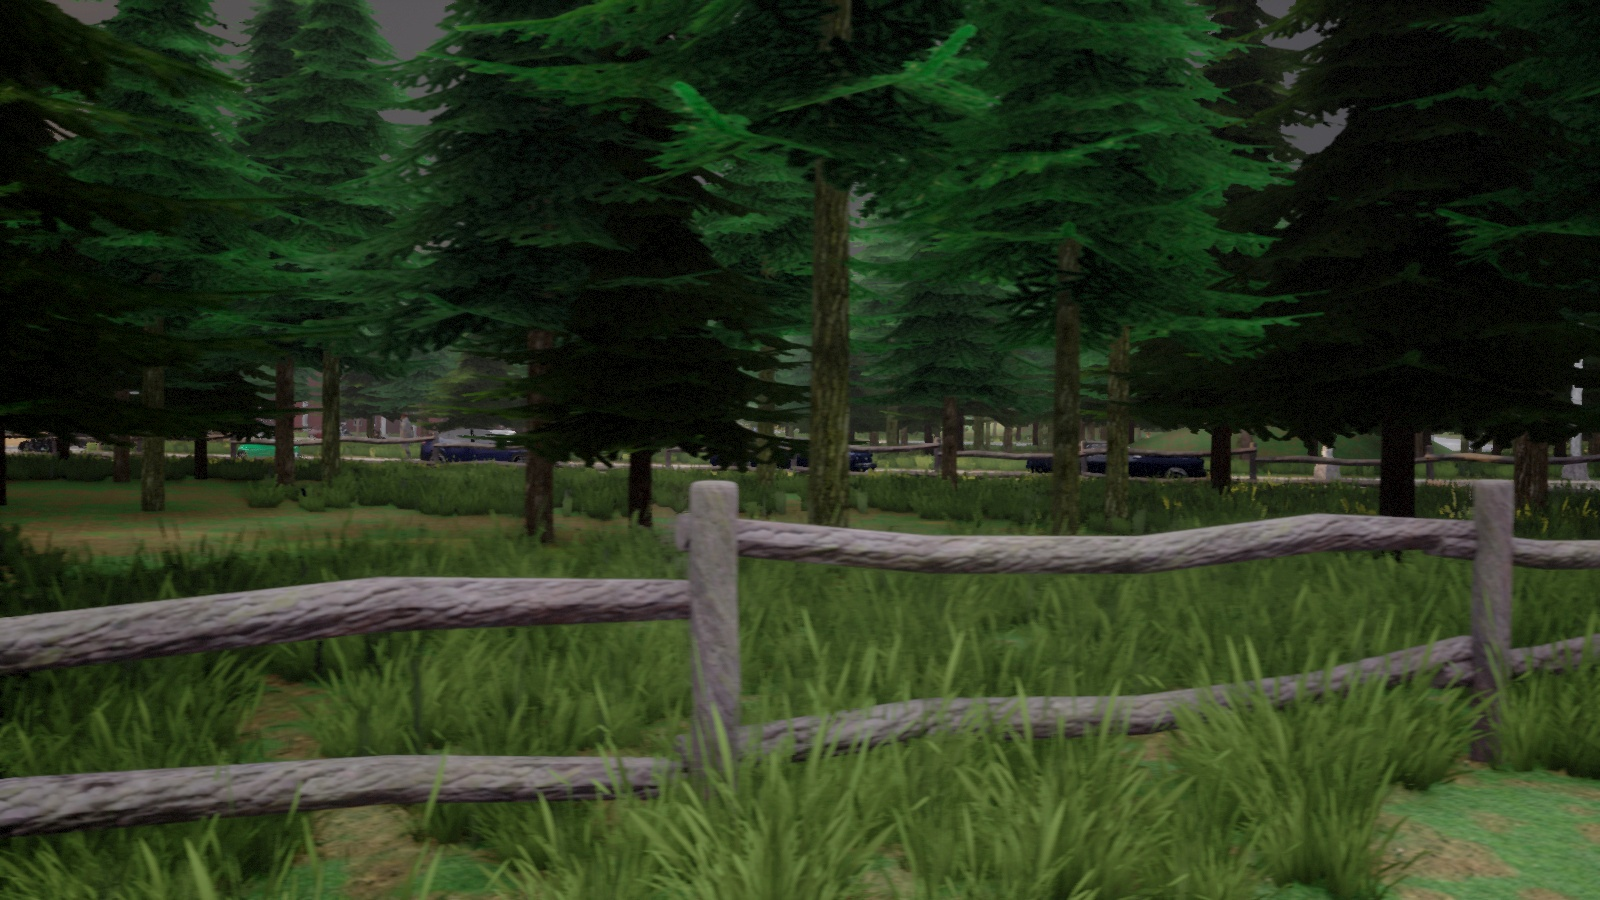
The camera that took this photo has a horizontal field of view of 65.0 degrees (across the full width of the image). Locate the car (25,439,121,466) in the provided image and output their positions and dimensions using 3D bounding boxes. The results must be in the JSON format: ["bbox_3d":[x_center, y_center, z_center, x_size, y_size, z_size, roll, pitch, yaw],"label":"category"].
[{"bbox_3d":[-40.946,0.130,70.858,1.812,1.442,4.674,0,1,18],"label":"car"}]

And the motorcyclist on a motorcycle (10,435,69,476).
[{"bbox_3d":[-31.309,0.223,51.711,2.350,1.649,0.766,0,1,21],"label":"motorcyclist on a motorcycle"}]

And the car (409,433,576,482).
[{"bbox_3d":[-9.872,0.230,40.342,4.792,1.488,2.163,0,1,19],"label":"car"}]

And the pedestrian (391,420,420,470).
[{"bbox_3d":[-15.688,-0.210,49.982,0.873,1.952,0.659,-1,1,5],"label":"pedestrian"}]

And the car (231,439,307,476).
[{"bbox_3d":[-20.122,0.273,47.580,2.207,1.376,1.481,0,1,19],"label":"car"}]

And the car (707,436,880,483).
[{"bbox_3d":[-0.172,0.279,36.977,4.718,1.301,1.895,0,1,19],"label":"car"}]

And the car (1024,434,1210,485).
[{"bbox_3d":[8.586,0.233,33.947,4.718,1.301,1.895,0,1,19],"label":"car"}]
